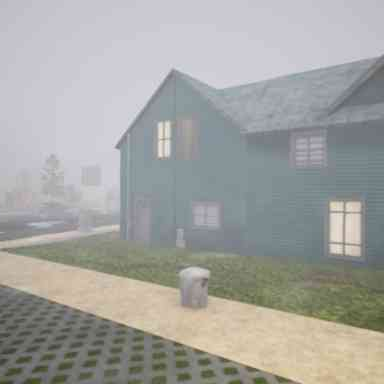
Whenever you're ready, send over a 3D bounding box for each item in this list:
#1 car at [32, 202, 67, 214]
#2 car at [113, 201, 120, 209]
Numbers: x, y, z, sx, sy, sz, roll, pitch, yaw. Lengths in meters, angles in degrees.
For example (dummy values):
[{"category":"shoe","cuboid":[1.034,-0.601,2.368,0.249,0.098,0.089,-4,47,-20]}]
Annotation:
[{"category":"car","cuboid":[-17.104,1.891,40.255,1.812,1.442,4.674,1,-1,19]},{"category":"car","cuboid":[-11.322,1.889,56.250,2.097,1.767,4.553,1,-1,21]}]
